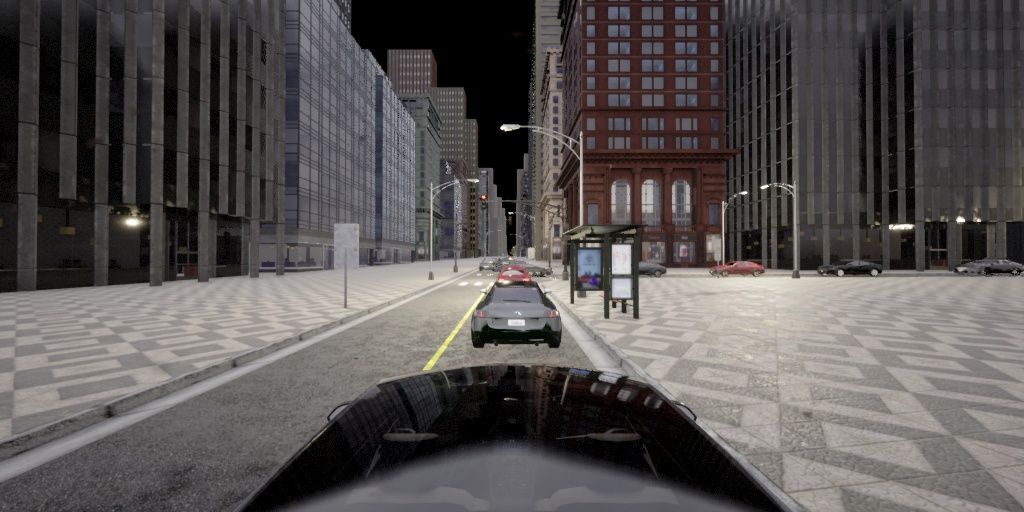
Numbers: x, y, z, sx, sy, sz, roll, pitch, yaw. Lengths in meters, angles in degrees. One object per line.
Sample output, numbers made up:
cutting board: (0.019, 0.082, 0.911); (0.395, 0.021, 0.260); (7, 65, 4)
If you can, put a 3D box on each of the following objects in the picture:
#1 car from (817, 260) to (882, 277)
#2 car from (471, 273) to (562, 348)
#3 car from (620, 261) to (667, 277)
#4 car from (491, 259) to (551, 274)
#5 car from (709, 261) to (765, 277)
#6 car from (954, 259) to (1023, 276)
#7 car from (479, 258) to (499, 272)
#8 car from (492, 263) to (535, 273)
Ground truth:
car: (31.179, 1.106, 33.192); (5.008, 1.535, 1.882); (0, -1, 0)
car: (0.096, 1.313, 9.243); (1.994, 1.385, 4.181); (0, 0, 0)
car: (11.861, 1.222, 33.210); (4.674, 1.442, 1.812); (0, -1, -2)
car: (0.920, 1.261, 32.214); (5.357, 1.411, 2.033); (0, 0, 44)
car: (20.798, 1.192, 33.208); (4.674, 1.442, 1.812); (0, -1, 0)
car: (43.978, 1.069, 33.125); (4.902, 1.511, 2.128); (0, -1, 0)
car: (-3.117, 1.183, 45.038); (2.128, 1.511, 4.902); (0, 0, 0)
car: (0.112, 1.268, 19.078); (1.812, 1.442, 4.674); (0, 0, 1)
